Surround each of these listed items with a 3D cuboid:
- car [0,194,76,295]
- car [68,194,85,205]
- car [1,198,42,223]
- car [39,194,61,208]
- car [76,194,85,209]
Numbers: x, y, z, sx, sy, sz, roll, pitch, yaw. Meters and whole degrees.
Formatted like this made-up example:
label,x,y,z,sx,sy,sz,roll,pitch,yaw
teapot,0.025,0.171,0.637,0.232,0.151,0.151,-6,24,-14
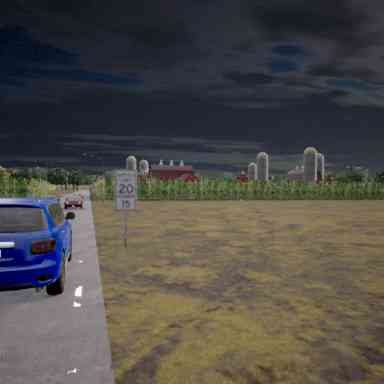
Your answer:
label,x,y,z,sx,sy,sz,roll,pitch,yaw
car,-4.228,1.130,8.280,2.150,2.045,5.566,0,1,-17
car,-16.114,0.997,46.659,2.033,1.411,5.357,0,1,-17
car,-11.930,1.236,23.547,1.812,1.442,4.674,0,0,-17
car,-16.828,1.025,39.605,1.837,1.490,4.892,0,0,-17
car,-13.091,1.170,37.056,1.895,1.301,4.718,0,1,-17
